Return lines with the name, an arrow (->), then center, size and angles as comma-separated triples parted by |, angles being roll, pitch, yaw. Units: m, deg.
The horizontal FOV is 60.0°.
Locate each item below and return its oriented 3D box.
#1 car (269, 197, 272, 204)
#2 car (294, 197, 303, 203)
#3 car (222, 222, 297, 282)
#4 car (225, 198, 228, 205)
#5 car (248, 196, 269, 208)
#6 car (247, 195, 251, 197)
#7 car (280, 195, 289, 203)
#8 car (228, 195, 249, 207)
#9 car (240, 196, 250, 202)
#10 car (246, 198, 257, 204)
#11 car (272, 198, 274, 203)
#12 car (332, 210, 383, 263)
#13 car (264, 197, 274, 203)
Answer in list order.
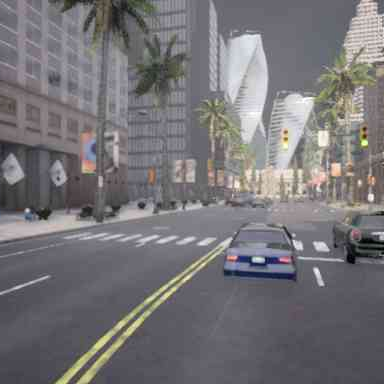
car -> 13.479, 1.913, 62.686 | 1.994, 1.385, 4.181 | 0, 0, 17
car -> 26.435, 2.070, 82.141 | 1.895, 1.301, 4.718 | 0, 0, 16
car -> 2.122, 1.604, 10.002 | 2.033, 1.411, 5.357 | 0, 0, 14
car -> 7.908, 1.871, 67.413 | 2.161, 1.482, 4.786 | 0, 0, 16
car -> 10.856, 1.845, 53.828 | 2.033, 1.411, 5.357 | 0, 0, 17
car -> 10.675, 1.577, 65.497 | 2.150, 2.045, 5.566 | 0, 0, 16
car -> 23.076, 2.028, 83.123 | 1.994, 1.385, 4.181 | 0, 0, 16
car -> 7.909, 1.779, 56.196 | 1.882, 1.535, 5.008 | 0, 0, 16
car -> 14.078, 1.833, 88.460 | 2.185, 1.767, 4.553 | 0, 0, 16
car -> 13.444, 1.963, 75.042 | 1.994, 1.385, 4.181 | 0, 0, 16
car -> 16.221, 1.955, 72.058 | 1.994, 1.385, 4.181 | 0, 0, 16
car -> 6.479, 1.429, 12.164 | 2.097, 1.767, 4.553 | 0, 0, 16
car -> 19.143, 1.985, 82.082 | 2.128, 1.511, 4.902 | 0, 0, 16
